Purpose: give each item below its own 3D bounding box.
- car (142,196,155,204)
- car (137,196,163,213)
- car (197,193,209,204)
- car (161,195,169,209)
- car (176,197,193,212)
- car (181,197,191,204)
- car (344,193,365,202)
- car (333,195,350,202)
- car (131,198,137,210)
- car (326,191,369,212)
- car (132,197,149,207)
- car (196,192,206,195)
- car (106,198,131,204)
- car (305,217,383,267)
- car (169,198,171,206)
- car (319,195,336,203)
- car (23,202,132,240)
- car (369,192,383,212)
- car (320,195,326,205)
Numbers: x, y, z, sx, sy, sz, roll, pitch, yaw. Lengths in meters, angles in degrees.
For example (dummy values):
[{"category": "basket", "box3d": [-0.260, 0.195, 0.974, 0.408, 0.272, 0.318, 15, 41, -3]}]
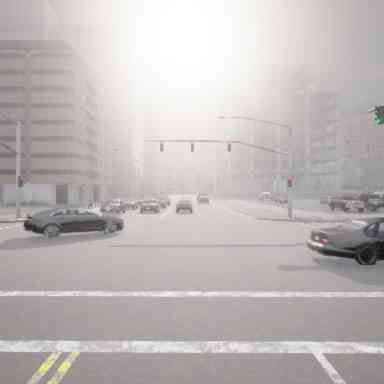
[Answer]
[{"category": "car", "box3d": [-8.256, 1.477, 63.506, 1.882, 1.535, 5.008, 0, 0, 0]}, {"category": "car", "box3d": [-4.584, 1.505, 36.864, 1.837, 1.490, 4.892, 0, 0, 0]}, {"category": "car", "box3d": [2.284, 1.477, 64.662, 1.882, 1.535, 5.008, 0, 0, 0]}, {"category": "car", "box3d": [-4.658, 1.352, 46.007, 2.097, 1.767, 4.553, 0, 0, -1]}, {"category": "car", "box3d": [-0.877, 1.547, 38.964, 2.033, 1.411, 5.357, 0, 0, 0]}, {"category": "car", "box3d": [-1.221, 1.601, 66.494, 1.895, 1.301, 4.718, 0, 0, 0]}, {"category": "car", "box3d": [33.363, 1.153, 68.436, 1.932, 1.855, 4.605, 0, 0, 0]}, {"category": "car", "box3d": [30.680, 1.364, 68.373, 1.784, 1.438, 3.905, 0, 0, 0]}, {"category": "car", "box3d": [-8.130, 1.526, 43.388, 1.812, 1.442, 4.674, 0, 0, 0]}, {"category": "car", "box3d": [16.575, 1.153, 35.790, 1.932, 1.855, 4.605, 0, 0, 0]}, {"category": "car", "box3d": [-8.217, 1.564, 53.383, 1.994, 1.385, 4.181, 0, 0, -1]}, {"category": "car", "box3d": [2.202, 1.051, 74.466, 2.150, 2.045, 5.566, 0, 0, 0]}, {"category": "car", "box3d": [-8.061, 1.491, 34.239, 2.128, 1.511, 4.902, 0, 0, 0]}, {"category": "car", "box3d": [6.575, 1.548, 10.869, 5.357, 1.411, 2.033, 0, 0, -1]}, {"category": "car", "box3d": [-4.727, 1.352, 55.923, 2.097, 1.767, 4.553, 0, 0, 0]}, {"category": "car", "box3d": [27.785, 1.395, 68.360, 1.970, 1.475, 3.806, 0, 0, 0]}, {"category": "car", "box3d": [-5.966, 1.491, 17.148, 4.902, 1.511, 2.128, 0, 0, -35]}, {"category": "car", "box3d": [19.470, 1.156, 35.750, 1.905, 1.878, 3.866, 0, 0, 0]}, {"category": "car", "box3d": [22.090, 1.395, 53.230, 1.970, 1.475, 3.806, 0, 0, 0]}]
